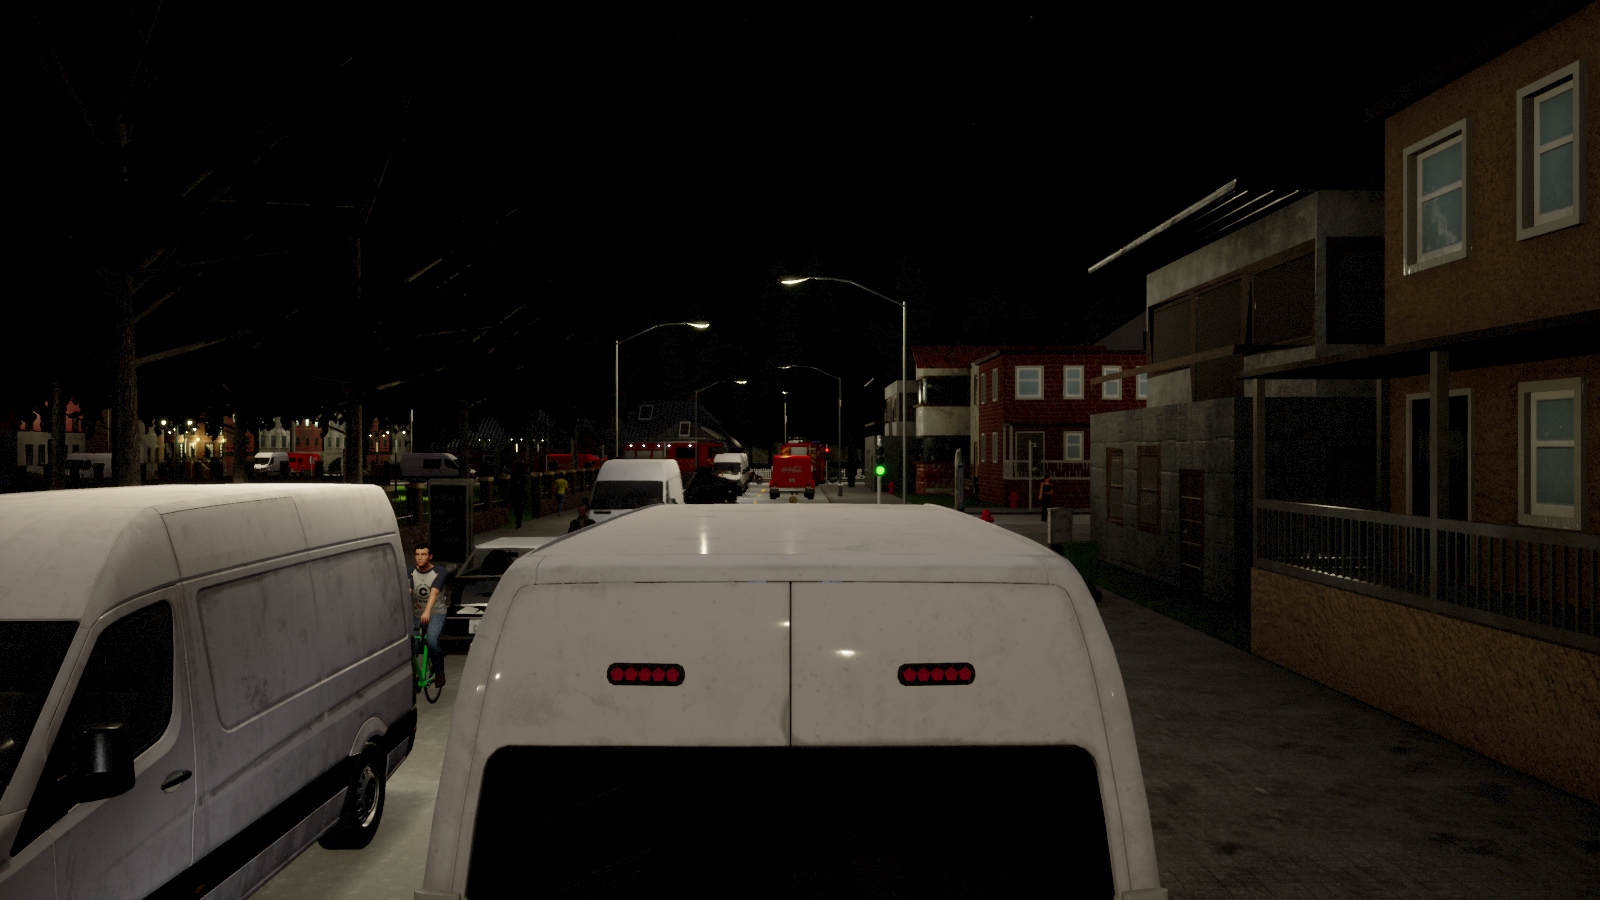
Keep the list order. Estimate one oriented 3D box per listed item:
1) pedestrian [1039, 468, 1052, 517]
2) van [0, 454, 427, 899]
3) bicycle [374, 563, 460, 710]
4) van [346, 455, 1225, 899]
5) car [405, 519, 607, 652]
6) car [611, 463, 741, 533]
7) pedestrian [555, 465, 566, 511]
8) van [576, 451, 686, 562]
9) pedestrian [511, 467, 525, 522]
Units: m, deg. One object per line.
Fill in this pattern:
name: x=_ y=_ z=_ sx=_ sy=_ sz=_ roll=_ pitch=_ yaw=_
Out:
pedestrian: x=9.388 y=1.629 z=43.691 sx=0.375 sy=1.860 sz=0.375 roll=0 pitch=0 yaw=-8
van: x=-4.032 y=1.314 z=6.374 sx=1.988 sy=2.561 sz=5.915 roll=0 pitch=0 yaw=0
bicycle: x=-4.053 y=1.936 z=12.189 sx=0.373 sy=1.296 sz=1.643 roll=0 pitch=0 yaw=0
van: x=-0.041 y=1.314 z=5.541 sx=1.988 sy=2.561 sz=5.915 roll=0 pitch=0 yaw=0
car: x=-4.090 y=1.845 z=16.538 sx=1.970 sy=1.475 sz=3.806 roll=0 pitch=0 yaw=0
car: x=-4.069 y=1.534 z=38.926 sx=2.390 sy=2.098 sz=6.274 roll=0 pitch=0 yaw=14
pedestrian: x=-9.672 y=1.526 z=46.080 sx=0.375 sy=1.860 sz=0.375 roll=0 pitch=0 yaw=-1
van: x=-4.194 y=1.314 z=29.367 sx=1.988 sy=2.561 sz=5.915 roll=0 pitch=0 yaw=0
pedestrian: x=-9.608 y=1.525 z=38.902 sx=0.375 sy=1.860 sz=0.375 roll=0 pitch=0 yaw=0
